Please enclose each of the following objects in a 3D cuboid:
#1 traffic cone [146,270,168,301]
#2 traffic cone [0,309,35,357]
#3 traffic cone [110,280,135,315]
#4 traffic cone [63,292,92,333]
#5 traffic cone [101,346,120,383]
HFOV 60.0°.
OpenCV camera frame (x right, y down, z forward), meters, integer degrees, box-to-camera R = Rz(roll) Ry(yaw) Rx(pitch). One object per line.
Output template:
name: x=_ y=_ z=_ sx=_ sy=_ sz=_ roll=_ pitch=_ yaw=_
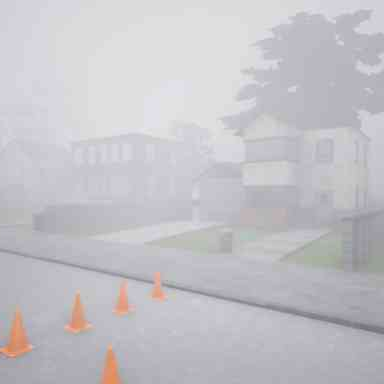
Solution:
traffic cone: x=-0.752 y=2.003 z=7.219 sx=0.340 sy=0.580 sz=0.340 roll=0 pitch=0 yaw=36
traffic cone: x=-2.509 y=1.981 z=4.788 sx=0.340 sy=0.580 sz=0.340 roll=0 pitch=0 yaw=36
traffic cone: x=-1.338 y=1.995 z=6.409 sx=0.340 sy=0.580 sz=0.340 roll=0 pitch=0 yaw=36
traffic cone: x=-1.924 y=1.988 z=5.598 sx=0.340 sy=0.580 sz=0.340 roll=0 pitch=0 yaw=36
traffic cone: x=-0.888 y=1.979 z=3.617 sx=0.340 sy=0.580 sz=0.340 roll=0 pitch=0 yaw=36
